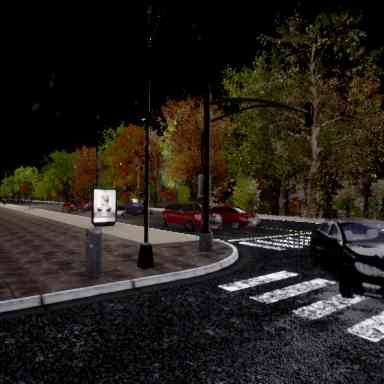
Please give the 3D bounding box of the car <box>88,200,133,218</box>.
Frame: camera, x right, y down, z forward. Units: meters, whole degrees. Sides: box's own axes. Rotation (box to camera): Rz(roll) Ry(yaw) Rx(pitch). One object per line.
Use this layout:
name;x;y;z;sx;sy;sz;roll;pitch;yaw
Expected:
car;-7.902;1.729;31.942;2.128;1.511;4.902;1;-1;-35

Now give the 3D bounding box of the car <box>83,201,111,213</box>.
car;-12.853;1.966;44.869;2.033;1.411;5.357;1;-1;-34

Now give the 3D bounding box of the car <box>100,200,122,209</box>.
car;-14.249;2.123;58.596;2.128;1.511;4.902;1;-1;-35

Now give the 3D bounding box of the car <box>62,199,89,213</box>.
car;-14.802;1.714;41.969;2.097;1.767;4.553;1;-1;-34

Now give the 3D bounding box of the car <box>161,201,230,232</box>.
car;-0.088;1.449;20.656;2.097;1.767;4.553;1;-1;-35

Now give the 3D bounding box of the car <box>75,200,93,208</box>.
car;-19.890;2.167;61.023;1.812;1.442;4.674;1;-1;-35

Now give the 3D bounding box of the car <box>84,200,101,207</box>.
car;-19.984;2.297;66.880;1.994;1.385;4.181;1;-1;-35

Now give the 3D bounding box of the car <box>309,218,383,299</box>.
car;4.293;1.450;8.362;2.128;1.511;4.902;0;0;8

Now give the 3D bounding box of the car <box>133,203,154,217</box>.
car;-5.947;1.842;34.830;2.033;1.411;5.357;1;-1;-35

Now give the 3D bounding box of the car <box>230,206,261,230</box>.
car;2.559;1.666;22.540;1.812;1.442;4.674;1;-1;-35
